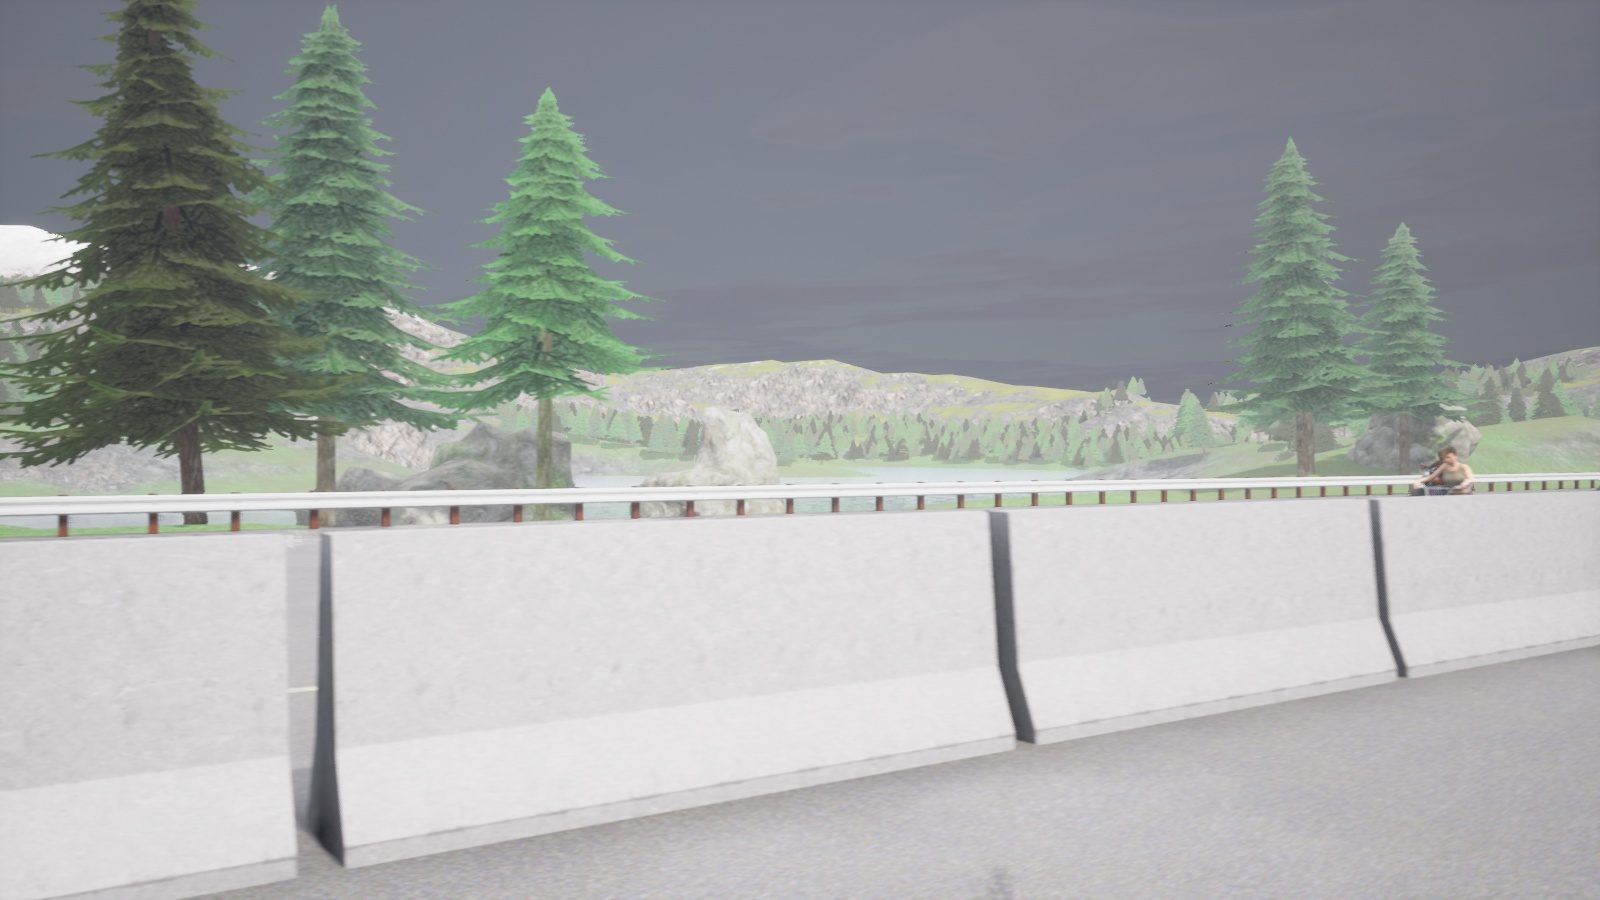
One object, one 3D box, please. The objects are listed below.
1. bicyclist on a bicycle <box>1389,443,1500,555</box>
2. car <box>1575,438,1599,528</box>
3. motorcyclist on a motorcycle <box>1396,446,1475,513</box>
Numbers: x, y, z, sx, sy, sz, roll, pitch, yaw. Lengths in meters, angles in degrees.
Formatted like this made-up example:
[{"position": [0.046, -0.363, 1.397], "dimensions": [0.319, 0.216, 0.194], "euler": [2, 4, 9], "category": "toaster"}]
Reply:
[{"position": [9.724, 0.707, 18.940], "dimensions": [1.509, 1.612, 0.866], "euler": [0, 0, -35], "category": "bicyclist on a bicycle"}, {"position": [17.185, 0.611, 24.145], "dimensions": [4.611, 1.667, 2.242], "euler": [0, 0, -35], "category": "car"}, {"position": [16.215, 0.739, 32.002], "dimensions": [2.350, 1.649, 0.766], "euler": [0, 0, -35], "category": "motorcyclist on a motorcycle"}]
